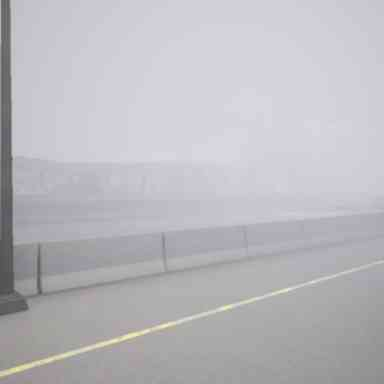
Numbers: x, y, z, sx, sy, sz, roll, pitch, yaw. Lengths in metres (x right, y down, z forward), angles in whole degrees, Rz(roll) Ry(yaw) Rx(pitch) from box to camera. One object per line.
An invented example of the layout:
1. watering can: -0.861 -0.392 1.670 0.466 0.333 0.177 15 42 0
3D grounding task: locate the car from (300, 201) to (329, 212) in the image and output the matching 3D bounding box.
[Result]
1. car: 16.065 1.818 43.036 4.718 1.301 1.895 0 -1 -38

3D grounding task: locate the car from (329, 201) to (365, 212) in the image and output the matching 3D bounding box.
1. car: 19.487 1.774 41.285 4.718 1.301 1.895 0 -1 -39

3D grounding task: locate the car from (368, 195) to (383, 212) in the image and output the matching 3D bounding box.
1. car: 23.128 1.349 39.729 5.566 2.045 2.150 0 0 -39
